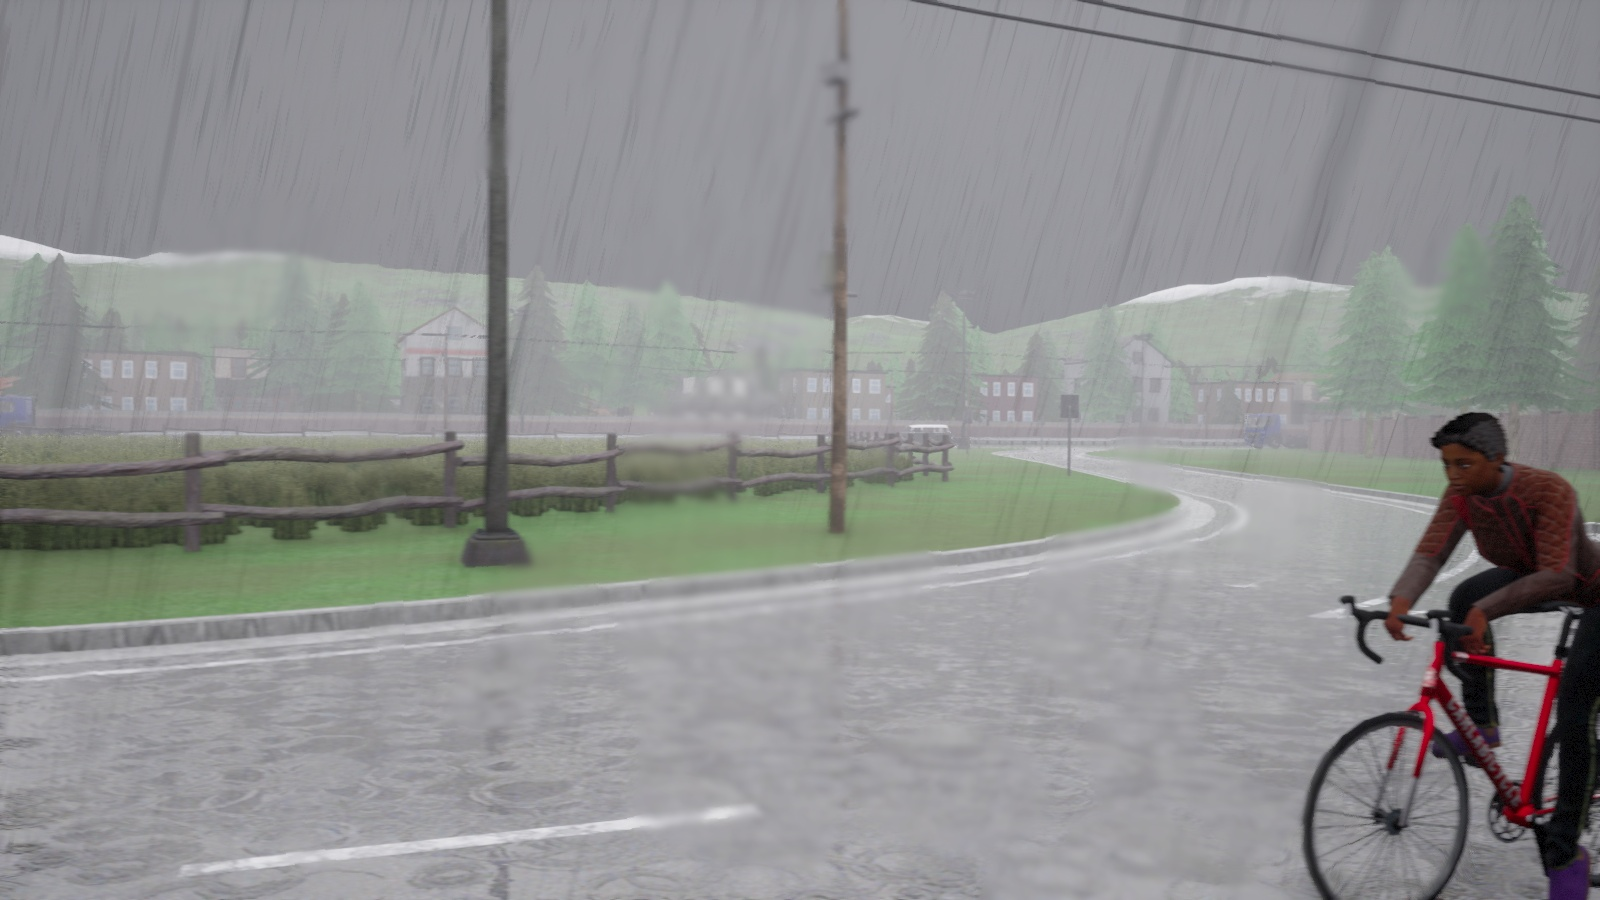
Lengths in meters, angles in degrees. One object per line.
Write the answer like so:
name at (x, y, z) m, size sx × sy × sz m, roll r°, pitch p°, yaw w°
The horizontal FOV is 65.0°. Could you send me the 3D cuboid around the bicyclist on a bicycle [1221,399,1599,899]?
bicyclist on a bicycle at (2.251, 0.654, 4.093) m, size 1.656 × 1.620 × 0.582 m, roll -1°, pitch 1°, yaw -21°
